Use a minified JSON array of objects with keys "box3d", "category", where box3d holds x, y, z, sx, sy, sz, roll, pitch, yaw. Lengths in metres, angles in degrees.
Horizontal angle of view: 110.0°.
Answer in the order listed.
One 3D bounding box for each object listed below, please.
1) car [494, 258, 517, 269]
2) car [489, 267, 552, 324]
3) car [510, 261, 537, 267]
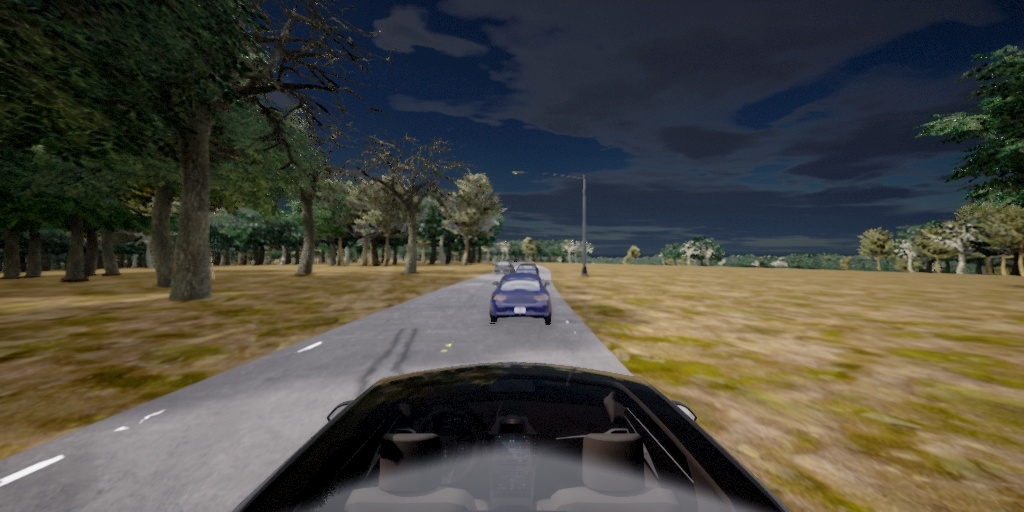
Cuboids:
[{"box3d":[-0.857,1.302,39.869,1.812,1.442,4.674,0,0,6],"category":"car"},{"box3d":[0.305,1.288,11.990,1.812,1.442,4.674,0,0,2],"category":"car"},{"box3d":[1.253,1.321,28.388,2.033,1.411,5.357,0,0,5],"category":"car"}]
